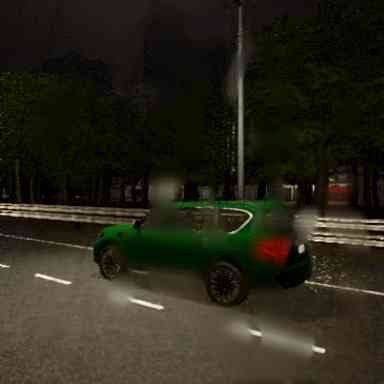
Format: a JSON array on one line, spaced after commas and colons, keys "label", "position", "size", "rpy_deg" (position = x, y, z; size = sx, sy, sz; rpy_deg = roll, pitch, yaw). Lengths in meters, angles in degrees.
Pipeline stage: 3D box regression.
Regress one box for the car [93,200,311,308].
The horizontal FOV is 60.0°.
[{"label": "car", "position": [-0.009, 1.220, 8.173], "size": [5.566, 2.045, 2.150], "rpy_deg": [0, 0, 36]}]
